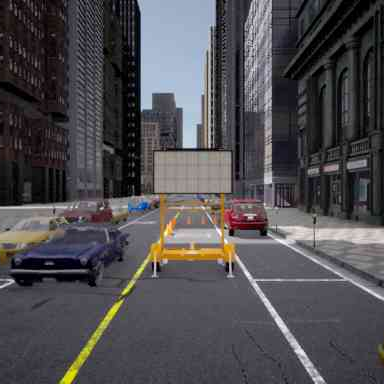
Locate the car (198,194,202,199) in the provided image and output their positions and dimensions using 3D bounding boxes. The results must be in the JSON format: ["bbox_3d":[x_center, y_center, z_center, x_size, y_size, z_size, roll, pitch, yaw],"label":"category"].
[{"bbox_3d":[2.942,1.591,80.294,1.887,1.381,4.507,0,0,0],"label":"car"}]

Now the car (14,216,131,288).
[{"bbox_3d":[-3.079,1.601,9.401,1.895,1.301,4.718,0,0,0],"label":"car"}]

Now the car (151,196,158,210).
[{"bbox_3d":[-5.673,1.563,40.823,2.008,1.369,4.403,0,0,0],"label":"car"}]

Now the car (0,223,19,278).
[{"bbox_3d":[-5.750,1.525,6.809,1.752,1.417,4.829,0,0,0],"label":"car"}]

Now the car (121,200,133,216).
[{"bbox_3d":[-5.711,1.528,23.731,1.752,1.417,4.829,0,0,0],"label":"car"}]

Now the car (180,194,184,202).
[{"bbox_3d":[-2.817,1.647,80.170,1.895,1.301,4.718,0,0,0],"label":"car"}]

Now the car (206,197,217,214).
[{"bbox_3d":[2.840,1.559,35.170,2.008,1.369,4.403,0,0,0],"label":"car"}]

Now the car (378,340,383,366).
[{"bbox_3d":[2.763,1.525,1.497,1.752,1.417,4.829,0,0,0],"label":"car"}]

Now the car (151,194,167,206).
[{"bbox_3d":[-5.635,1.341,57.746,2.192,1.841,5.009,0,0,0],"label":"car"}]

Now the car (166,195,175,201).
[{"bbox_3d":[-5.570,1.602,85.949,2.008,1.369,4.403,0,0,0],"label":"car"}]

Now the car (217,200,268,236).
[{"bbox_3d":[2.801,1.316,18.249,2.192,1.841,5.009,0,0,0],"label":"car"}]

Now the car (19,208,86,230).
[{"bbox_3d":[-5.737,1.525,12.450,1.752,1.417,4.829,0,0,0],"label":"car"}]

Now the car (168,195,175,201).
[{"bbox_3d":[-5.557,1.581,91.420,1.752,1.417,4.829,0,0,0],"label":"car"}]

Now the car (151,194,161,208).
[{"bbox_3d":[-5.661,1.331,46.464,2.192,1.841,5.009,0,0,0],"label":"car"}]

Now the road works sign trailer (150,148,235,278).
[{"bbox_3d":[0.023,0.464,10.163,2.380,3.560,2.880,0,0,0],"label":"road works sign trailer"}]

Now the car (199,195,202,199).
[{"bbox_3d":[2.904,1.597,63.372,1.947,1.339,4.313,0,0,0],"label":"car"}]

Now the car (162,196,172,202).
[{"bbox_3d":[-5.595,1.607,74.668,1.947,1.339,4.313,0,0,0],"label":"car"}]

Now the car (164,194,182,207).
[{"bbox_3d":[-2.979,1.525,51.144,1.837,1.490,4.892,0,0,0],"label":"car"}]

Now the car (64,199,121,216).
[{"bbox_3d":[-5.724,1.316,18.261,2.192,1.841,5.009,0,0,0],"label":"car"}]

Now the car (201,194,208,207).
[{"bbox_3d":[2.878,1.461,52.091,1.967,1.590,4.097,0,0,0],"label":"car"}]

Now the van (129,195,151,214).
[{"bbox_3d":[-5.686,1.349,35.183,1.690,1.788,3.998,0,0,0],"label":"van"}]

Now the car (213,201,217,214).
[{"bbox_3d":[2.814,1.554,23.889,2.008,1.369,4.403,0,0,0],"label":"car"}]
